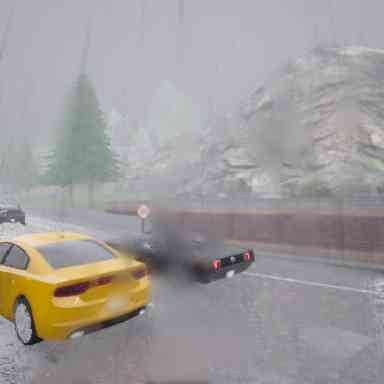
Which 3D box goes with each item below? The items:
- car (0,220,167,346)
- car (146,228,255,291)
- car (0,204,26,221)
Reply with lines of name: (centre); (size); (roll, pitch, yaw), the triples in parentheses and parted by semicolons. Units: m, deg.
car: (-2.973, 1.553, 6.618); (5.008, 1.535, 1.882); (-1, 0, 42)
car: (-0.753, 1.666, 9.300); (4.718, 1.301, 1.895); (-1, 0, 42)
car: (-13.882, 1.696, 24.949); (1.837, 1.490, 4.892); (0, 0, -38)
